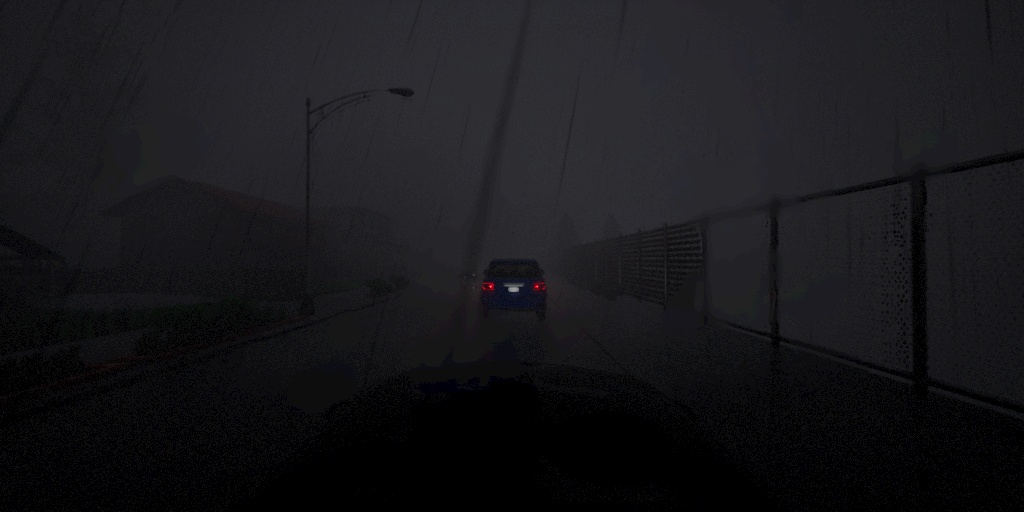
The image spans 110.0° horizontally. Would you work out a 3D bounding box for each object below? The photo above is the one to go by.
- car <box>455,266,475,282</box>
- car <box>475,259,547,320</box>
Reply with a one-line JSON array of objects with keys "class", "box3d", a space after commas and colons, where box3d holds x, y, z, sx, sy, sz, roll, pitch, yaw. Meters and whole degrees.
[{"class": "car", "box3d": [-4.123, 1.677, 34.343, 1.812, 1.442, 4.674, 0, -1, 0]}, {"class": "car", "box3d": [0.067, 1.118, 13.494, 2.150, 2.045, 5.566, 0, 0, 0]}]
